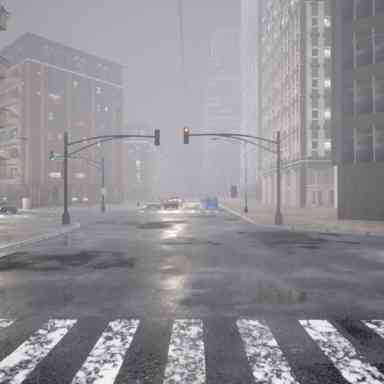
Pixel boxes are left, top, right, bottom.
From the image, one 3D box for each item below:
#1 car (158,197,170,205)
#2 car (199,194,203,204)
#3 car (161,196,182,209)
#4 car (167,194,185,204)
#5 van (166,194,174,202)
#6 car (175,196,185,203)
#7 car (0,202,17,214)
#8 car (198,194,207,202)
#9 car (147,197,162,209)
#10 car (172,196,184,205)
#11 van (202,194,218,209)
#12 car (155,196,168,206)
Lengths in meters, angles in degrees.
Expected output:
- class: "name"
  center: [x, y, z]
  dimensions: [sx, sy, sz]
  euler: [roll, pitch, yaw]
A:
- class: "car"
  center: [-5.185, 1.650, 62.655]
  dimensions: [1.947, 1.339, 4.313]
  euler: [0, 0, 0]
- class: "car"
  center: [2.707, 1.644, 68.191]
  dimensions: [1.887, 1.381, 4.507]
  euler: [0, 0, 0]
- class: "car"
  center: [-2.737, 1.644, 45.127]
  dimensions: [1.895, 1.301, 4.718]
  euler: [0, 0, 0]
- class: "car"
  center: [-2.713, 1.415, 54.253]
  dimensions: [2.097, 1.767, 4.553]
  euler: [0, 0, 0]
- class: "van"
  center: [-5.150, 1.474, 79.311]
  dimensions: [1.690, 1.788, 3.998]
  euler: [0, 0, 0]
- class: "car"
  center: [-2.599, 1.669, 73.975]
  dimensions: [1.994, 1.385, 4.181]
  euler: [0, 0, 0]
- class: "car"
  center: [-21.071, 1.789, 36.702]
  dimensions: [4.718, 1.301, 1.895]
  euler: [-1, -1, 41]
- class: "car"
  center: [2.739, 1.467, 84.850]
  dimensions: [2.192, 1.841, 5.009]
  euler: [0, 0, 0]
- class: "car"
  center: [-5.219, 1.570, 45.828]
  dimensions: [1.752, 1.417, 4.829]
  euler: [0, 0, 0]
- class: "car"
  center: [-2.666, 1.580, 64.093]
  dimensions: [2.128, 1.511, 4.902]
  euler: [0, 0, 1]
- class: "van"
  center: [2.663, 1.386, 45.982]
  dimensions: [1.690, 1.788, 3.998]
  euler: [0, 0, 0]
- class: "car"
  center: [-5.196, 1.510, 57.103]
  dimensions: [1.967, 1.590, 4.097]
  euler: [0, 0, 0]
